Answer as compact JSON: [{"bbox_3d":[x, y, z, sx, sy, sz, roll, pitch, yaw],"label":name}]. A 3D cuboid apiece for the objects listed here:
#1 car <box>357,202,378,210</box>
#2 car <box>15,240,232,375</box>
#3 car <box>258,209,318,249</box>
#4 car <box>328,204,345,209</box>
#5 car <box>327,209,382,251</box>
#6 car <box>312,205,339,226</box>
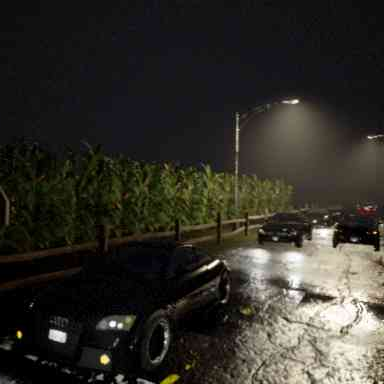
[{"bbox_3d":[20.788,1.998,39.470,2.097,1.767,4.553,1,-1,29],"label":"car"},{"bbox_3d":[-0.772,1.593,5.846,1.994,1.385,4.181,1,0,26],"label":"car"},{"bbox_3d":[4.605,1.718,15.983,1.812,1.442,4.674,1,-1,28],"label":"car"},{"bbox_3d":[14.436,1.971,33.895,1.882,1.535,5.008,1,-1,29],"label":"car"},{"bbox_3d":[7.649,1.764,15.410,1.812,1.442,4.674,1,0,29],"label":"car"},{"bbox_3d":[9.553,1.906,25.031,1.994,1.385,4.181,1,0,29],"label":"car"}]
